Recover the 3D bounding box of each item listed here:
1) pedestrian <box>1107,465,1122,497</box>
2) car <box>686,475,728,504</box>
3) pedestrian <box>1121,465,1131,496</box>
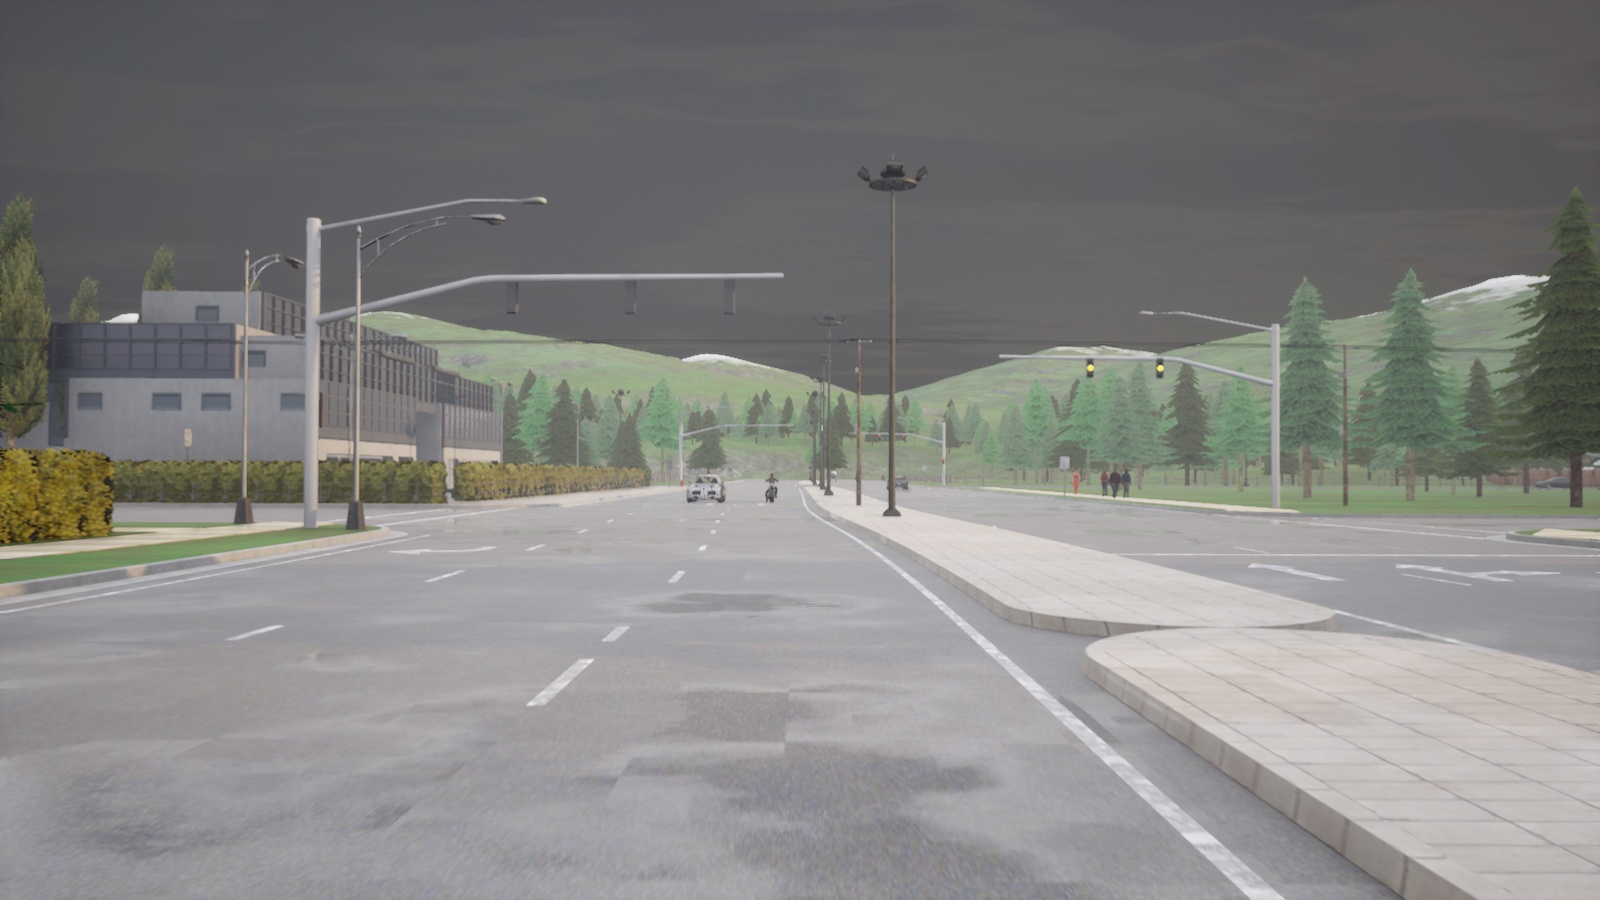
[{"bbox_3d":[18.562,1.814,74.114,0.634,1.844,0.899,0,-1,1],"label":"pedestrian"},{"bbox_3d":[-4.986,2.108,67.552,1.970,1.475,3.806,0,-1,0],"label":"car"},{"bbox_3d":[19.423,1.823,74.766,0.370,1.835,0.726,0,-1,1],"label":"pedestrian"}]
